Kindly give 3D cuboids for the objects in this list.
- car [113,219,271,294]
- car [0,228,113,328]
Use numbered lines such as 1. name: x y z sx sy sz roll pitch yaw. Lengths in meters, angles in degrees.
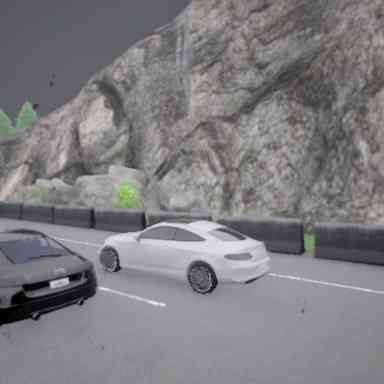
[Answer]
1. car: -0.349 1.423 8.477 4.674 1.442 1.812 1 1 35
2. car: -3.829 1.436 6.632 4.181 1.385 1.994 1 1 35
